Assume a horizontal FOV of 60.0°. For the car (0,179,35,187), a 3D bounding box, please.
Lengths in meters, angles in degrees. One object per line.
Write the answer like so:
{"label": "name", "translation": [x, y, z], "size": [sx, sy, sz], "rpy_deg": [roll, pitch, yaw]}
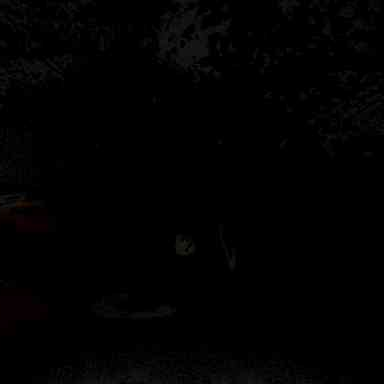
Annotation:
{"label": "car", "translation": [-15.485, 0.173, 29.568], "size": [5.566, 2.045, 2.435], "rpy_deg": [1, 2, -31]}

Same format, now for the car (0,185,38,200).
{"label": "car", "translation": [-19.808, 0.061, 36.815], "size": [4.792, 1.488, 2.163], "rpy_deg": [1, 2, -31]}

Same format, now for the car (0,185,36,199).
{"label": "car", "translation": [-21.158, -0.053, 39.080], "size": [4.792, 1.488, 2.163], "rpy_deg": [1, 2, -31]}

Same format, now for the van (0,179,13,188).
{"label": "van", "translation": [-44.015, -2.045, 77.156], "size": [4.442, 1.987, 1.878], "rpy_deg": [1, 1, -31]}

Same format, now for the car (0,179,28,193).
{"label": "car", "translation": [-28.281, -0.881, 50.929], "size": [5.566, 2.045, 2.435], "rpy_deg": [1, 2, -31]}

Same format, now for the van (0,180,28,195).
{"label": "van", "translation": [-25.324, -0.638, 46.249], "size": [4.442, 1.987, 1.878], "rpy_deg": [1, 2, -31]}

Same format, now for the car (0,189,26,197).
{"label": "car", "translation": [-8.470, 0.950, 17.795], "size": [4.553, 1.767, 2.185], "rpy_deg": [1, 2, -31]}

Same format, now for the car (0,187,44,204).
{"label": "car", "translation": [-16.961, 0.321, 31.924], "size": [4.792, 1.488, 2.163], "rpy_deg": [1, 2, -31]}

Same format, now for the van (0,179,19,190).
{"label": "van", "translation": [-35.308, -1.396, 63.002], "size": [4.442, 1.987, 1.878], "rpy_deg": [1, 2, -31]}

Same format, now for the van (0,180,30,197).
{"label": "van", "translation": [-22.675, -0.423, 41.365], "size": [4.442, 1.987, 1.878], "rpy_deg": [1, 2, -31]}

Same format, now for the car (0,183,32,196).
{"label": "car", "translation": [-24.010, -0.307, 43.820], "size": [5.008, 1.535, 2.097], "rpy_deg": [1, 2, -31]}

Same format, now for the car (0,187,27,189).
{"label": "car", "translation": [-12.846, 0.681, 24.713], "size": [5.366, 1.575, 1.946], "rpy_deg": [1, 2, -31]}

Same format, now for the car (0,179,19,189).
{"label": "car", "translation": [-39.683, -1.746, 70.060], "size": [5.566, 2.045, 2.435], "rpy_deg": [1, 2, -31]}

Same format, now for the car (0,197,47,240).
{"label": "car", "translation": [-7.089, 1.207, 15.403], "size": [5.008, 1.535, 2.097], "rpy_deg": [1, 2, -31]}

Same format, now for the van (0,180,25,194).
{"label": "van", "translation": [-26.941, -0.749, 48.507], "size": [4.442, 1.987, 1.878], "rpy_deg": [1, 2, -31]}

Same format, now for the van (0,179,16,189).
{"label": "van", "translation": [-40.977, -1.826, 72.513], "size": [4.442, 1.987, 1.878], "rpy_deg": [1, 2, -31]}
